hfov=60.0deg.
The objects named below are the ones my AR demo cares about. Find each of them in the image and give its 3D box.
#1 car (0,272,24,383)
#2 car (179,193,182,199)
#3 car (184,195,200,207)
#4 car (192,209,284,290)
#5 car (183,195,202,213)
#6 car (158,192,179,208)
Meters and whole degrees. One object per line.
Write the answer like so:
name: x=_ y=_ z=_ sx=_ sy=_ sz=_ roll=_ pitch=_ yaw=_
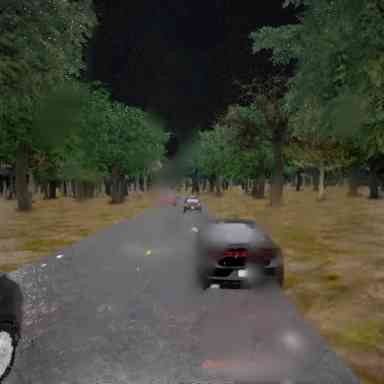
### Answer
car: x=-3.104 y=1.496 z=2.422 sx=1.837 sy=1.490 sz=4.892 roll=0 pitch=0 yaw=0
car: x=-3.450 y=0.914 z=78.563 sx=1.837 sy=1.490 sz=4.892 roll=0 pitch=0 yaw=-2
car: x=-0.031 y=1.204 z=47.241 sx=2.128 sy=1.511 sz=4.902 roll=0 pitch=1 yaw=0
car: x=1.035 y=1.446 z=9.028 sx=1.882 sy=1.535 sz=5.008 roll=0 pitch=0 yaw=0
car: x=0.052 y=1.342 z=34.762 sx=1.812 sy=1.442 sz=4.674 roll=0 pitch=0 yaw=0
car: x=-3.172 y=0.964 z=43.763 sx=2.150 sy=2.045 sz=5.566 roll=0 pitch=1 yaw=0
